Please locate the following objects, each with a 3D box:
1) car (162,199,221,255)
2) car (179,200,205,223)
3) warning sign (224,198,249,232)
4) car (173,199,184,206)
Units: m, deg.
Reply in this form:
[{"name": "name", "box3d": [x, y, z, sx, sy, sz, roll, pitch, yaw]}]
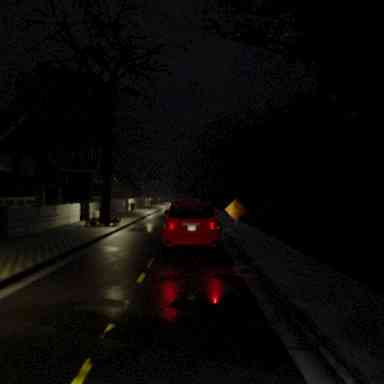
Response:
[{"name": "car", "box3d": [-0.006, 1.351, 14.027, 2.150, 2.045, 5.566, 0, 0, 0]}, {"name": "car", "box3d": [-0.012, 1.630, 29.078, 2.097, 1.767, 4.553, 0, -1, 0]}, {"name": "warning sign", "box3d": [2.512, 1.296, 18.954, 1.300, 1.860, 1.060, 0, 0, 0]}, {"name": "car", "box3d": [-2.785, 2.246, 71.006, 2.033, 1.411, 5.357, 0, -1, 0]}]
